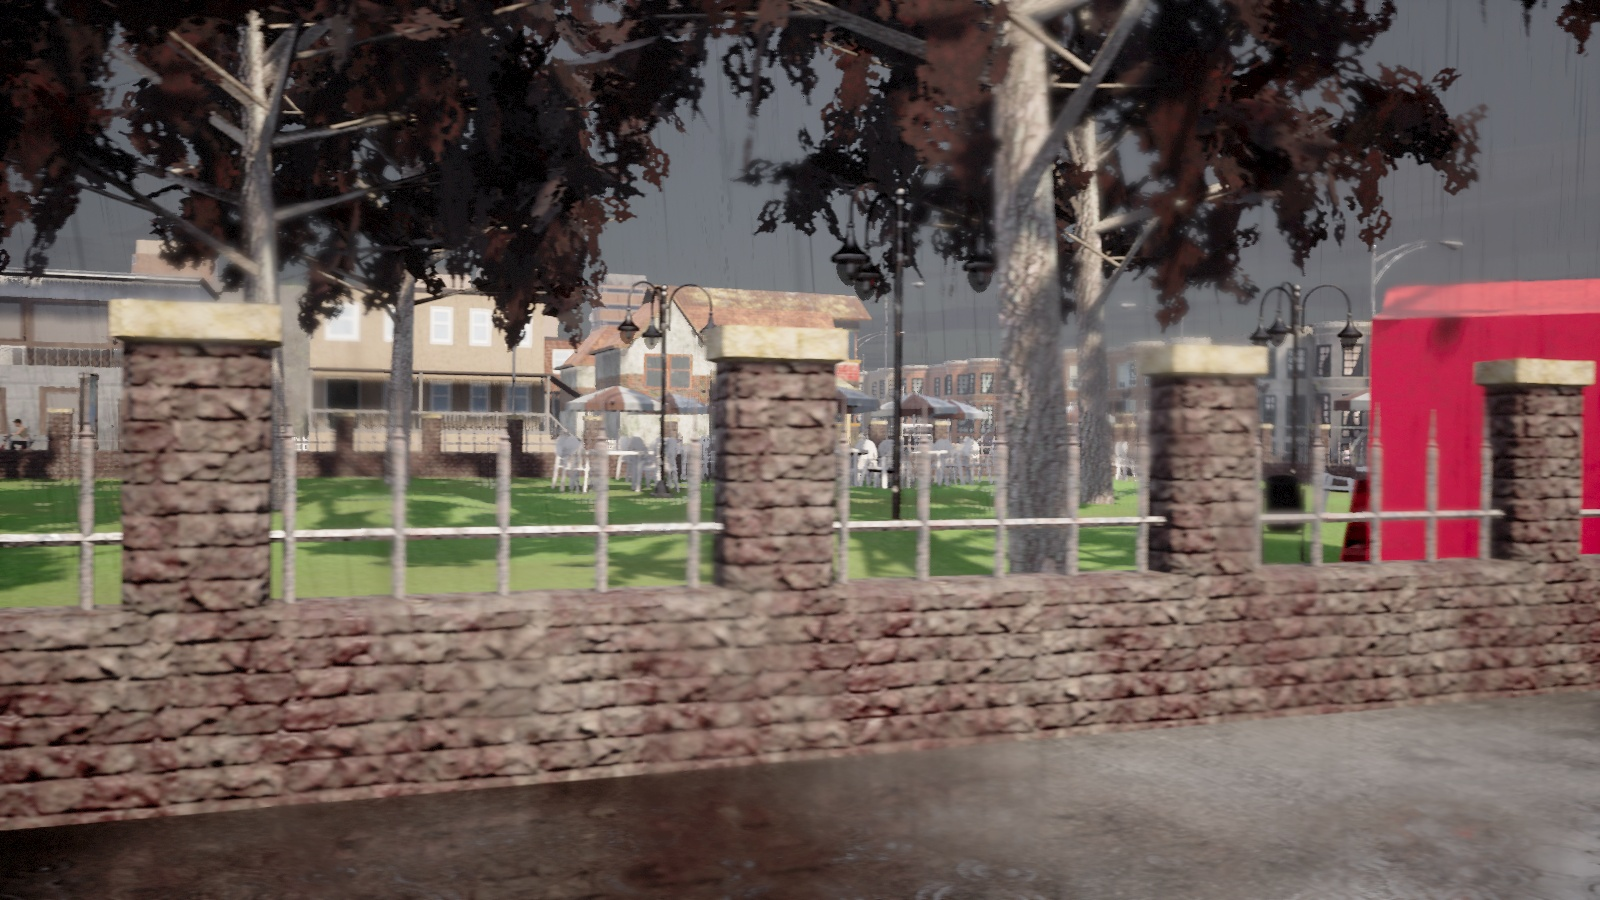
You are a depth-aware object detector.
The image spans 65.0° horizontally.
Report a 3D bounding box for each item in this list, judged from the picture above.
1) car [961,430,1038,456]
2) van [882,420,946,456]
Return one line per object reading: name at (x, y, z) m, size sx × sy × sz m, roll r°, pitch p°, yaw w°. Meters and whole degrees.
car at (11.665, -0.428, 73.843) m, size 2.033 × 1.411 × 5.357 m, roll -1°, pitch 1°, yaw -21°
van at (6.819, -0.731, 75.388) m, size 2.069 × 2.038 × 4.480 m, roll -1°, pitch 1°, yaw -21°
